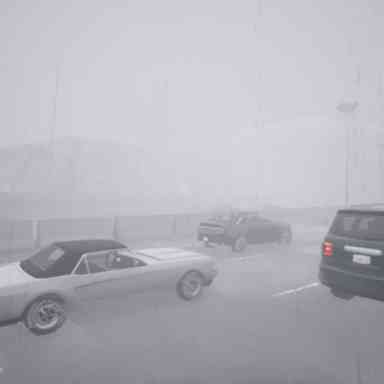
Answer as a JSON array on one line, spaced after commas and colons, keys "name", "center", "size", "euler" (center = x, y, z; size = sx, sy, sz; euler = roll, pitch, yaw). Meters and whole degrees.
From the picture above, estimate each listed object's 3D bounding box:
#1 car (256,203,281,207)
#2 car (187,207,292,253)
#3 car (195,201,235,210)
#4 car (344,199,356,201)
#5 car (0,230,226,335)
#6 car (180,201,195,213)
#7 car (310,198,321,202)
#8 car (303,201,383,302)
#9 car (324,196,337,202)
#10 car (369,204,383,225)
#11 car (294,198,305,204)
[{"name": "car", "center": [7.569, 1.847, 33.691], "size": [2.033, 1.411, 5.357], "euler": [0, -1, 44]}, {"name": "car", "center": [2.389, 1.618, 14.435], "size": [4.902, 1.511, 2.128], "euler": [0, 0, -39]}, {"name": "car", "center": [2.849, 1.887, 33.929], "size": [4.718, 1.301, 1.895], "euler": [1, -1, -44]}, {"name": "car", "center": [31.671, 2.043, 66.644], "size": [1.882, 1.535, 5.008], "euler": [0, -1, 29]}, {"name": "car", "center": [-1.747, 1.651, 6.828], "size": [4.718, 1.301, 1.895], "euler": [1, -1, -36]}, {"name": "car", "center": [0.611, 1.831, 41.629], "size": [2.128, 1.511, 4.902], "euler": [0, -1, 44]}, {"name": "car", "center": [27.575, 2.028, 74.048], "size": [1.994, 1.385, 4.181], "euler": [0, -1, 27]}, {"name": "car", "center": [5.133, 1.302, 7.555], "size": [5.566, 2.045, 2.150], "euler": [0, 0, -38]}, {"name": "car", "center": [28.341, 1.811, 67.830], "size": [2.150, 2.045, 5.566], "euler": [0, -1, 29]}, {"name": "car", "center": [16.227, 1.783, 27.199], "size": [1.837, 1.490, 4.892], "euler": [1, 1, 43]}, {"name": "car", "center": [24.404, 2.075, 75.532], "size": [1.895, 1.301, 4.718], "euler": [0, -1, 27]}]
